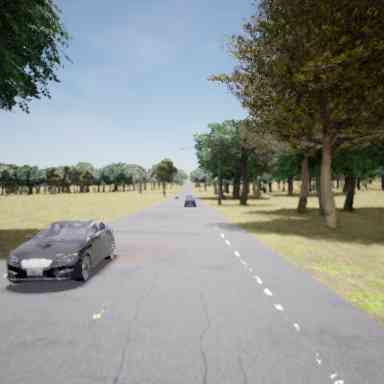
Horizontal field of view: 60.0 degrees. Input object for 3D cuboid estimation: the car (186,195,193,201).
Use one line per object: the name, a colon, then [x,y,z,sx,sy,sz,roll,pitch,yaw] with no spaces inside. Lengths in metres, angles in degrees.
car: [-0.641,1.494,87.162,1.882,1.535,5.008,-1,1,0]

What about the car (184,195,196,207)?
car: [-0.313,1.672,57.368,1.882,1.535,5.008,-1,0,0]

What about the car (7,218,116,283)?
car: [-3.655,1.603,10.143,2.128,1.511,4.902,-1,0,0]
